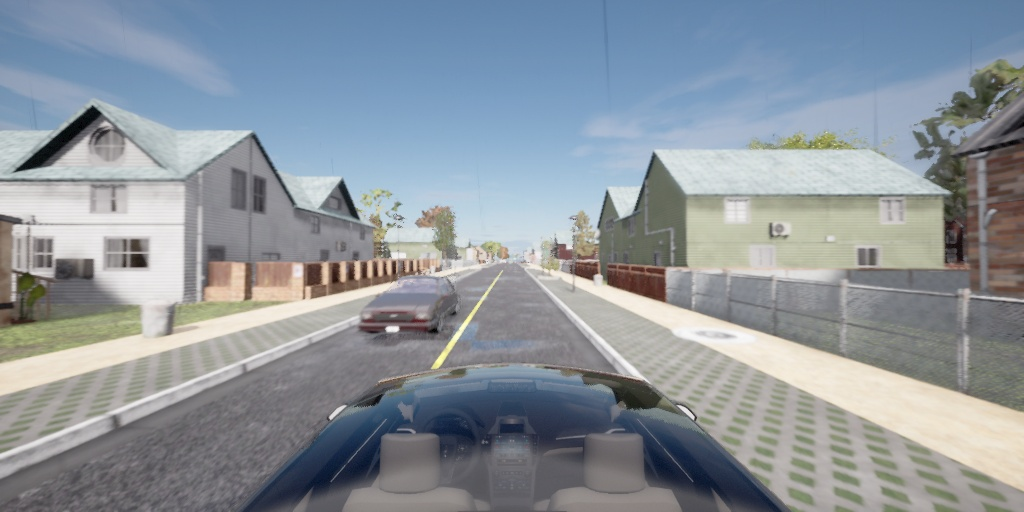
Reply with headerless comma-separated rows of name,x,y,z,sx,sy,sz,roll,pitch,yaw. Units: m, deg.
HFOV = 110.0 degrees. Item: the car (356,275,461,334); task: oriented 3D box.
car,-2.747,1.304,10.909,2.033,1.411,5.357,0,0,0
